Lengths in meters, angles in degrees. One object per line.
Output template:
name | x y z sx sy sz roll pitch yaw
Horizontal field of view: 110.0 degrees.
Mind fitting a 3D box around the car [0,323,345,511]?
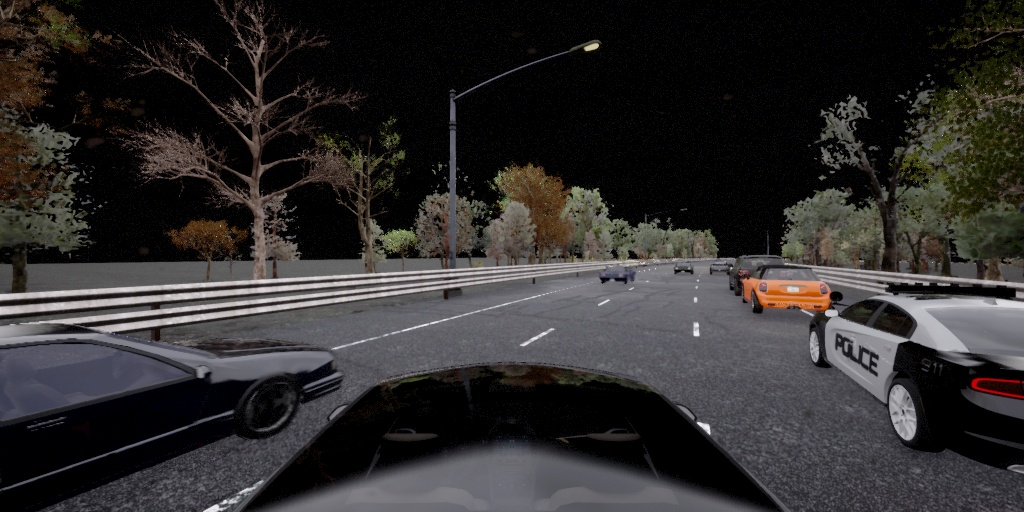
car | -4.163 1.298 2.841 2.033 1.411 5.357 0 0 26

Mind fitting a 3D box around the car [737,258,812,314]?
car | 10.025 1.102 13.443 2.097 1.767 4.553 0 0 27

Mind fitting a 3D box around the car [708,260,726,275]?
car | 22.684 1.260 39.194 2.128 1.511 4.902 0 0 30

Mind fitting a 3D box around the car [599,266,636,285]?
car | 7.929 1.356 26.568 1.895 1.301 4.718 0 0 28

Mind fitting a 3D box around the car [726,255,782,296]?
car | 12.774 0.978 18.758 2.150 2.045 5.566 0 0 28

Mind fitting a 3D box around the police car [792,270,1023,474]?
police car | 5.640 1.175 4.751 1.930 1.638 5.238 0 0 26

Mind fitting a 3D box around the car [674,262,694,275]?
car | 19.331 1.368 40.199 1.895 1.301 4.718 0 0 29
